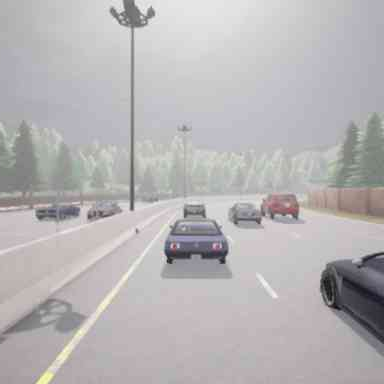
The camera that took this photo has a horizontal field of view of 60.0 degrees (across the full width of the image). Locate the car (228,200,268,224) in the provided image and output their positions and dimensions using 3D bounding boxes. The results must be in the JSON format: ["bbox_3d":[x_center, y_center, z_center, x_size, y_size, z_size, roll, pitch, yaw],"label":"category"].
[{"bbox_3d":[3.679,1.472,23.739,2.033,1.411,5.357,0,0,0],"label":"car"}]

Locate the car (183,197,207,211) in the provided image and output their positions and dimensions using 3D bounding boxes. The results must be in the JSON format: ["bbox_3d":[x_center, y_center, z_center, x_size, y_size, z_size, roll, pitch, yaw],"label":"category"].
[{"bbox_3d":[0.236,1.390,28.627,2.128,1.511,4.902,0,0,1],"label":"car"}]

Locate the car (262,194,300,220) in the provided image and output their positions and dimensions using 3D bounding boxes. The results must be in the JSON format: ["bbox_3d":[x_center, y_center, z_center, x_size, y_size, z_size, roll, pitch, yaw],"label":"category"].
[{"bbox_3d":[7.215,1.142,27.691,2.150,2.045,5.566,0,0,1],"label":"car"}]

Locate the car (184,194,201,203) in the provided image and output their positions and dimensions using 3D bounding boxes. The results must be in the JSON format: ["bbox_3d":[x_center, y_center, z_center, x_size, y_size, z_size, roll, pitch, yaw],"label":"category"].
[{"bbox_3d":[0.137,1.238,66.401,1.882,1.535,5.008,0,0,21],"label":"car"}]

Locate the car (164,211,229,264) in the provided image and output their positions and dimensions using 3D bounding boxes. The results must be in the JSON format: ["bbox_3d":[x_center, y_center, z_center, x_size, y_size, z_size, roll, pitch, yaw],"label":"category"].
[{"bbox_3d":[0.133,1.559,11.693,1.895,1.301,4.718,0,0,0],"label":"car"}]

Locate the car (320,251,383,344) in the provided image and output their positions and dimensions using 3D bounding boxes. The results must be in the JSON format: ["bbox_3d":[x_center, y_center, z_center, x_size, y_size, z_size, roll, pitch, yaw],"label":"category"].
[{"bbox_3d":[3.593,1.556,5.129,1.994,1.385,4.181,0,0,0],"label":"car"}]
